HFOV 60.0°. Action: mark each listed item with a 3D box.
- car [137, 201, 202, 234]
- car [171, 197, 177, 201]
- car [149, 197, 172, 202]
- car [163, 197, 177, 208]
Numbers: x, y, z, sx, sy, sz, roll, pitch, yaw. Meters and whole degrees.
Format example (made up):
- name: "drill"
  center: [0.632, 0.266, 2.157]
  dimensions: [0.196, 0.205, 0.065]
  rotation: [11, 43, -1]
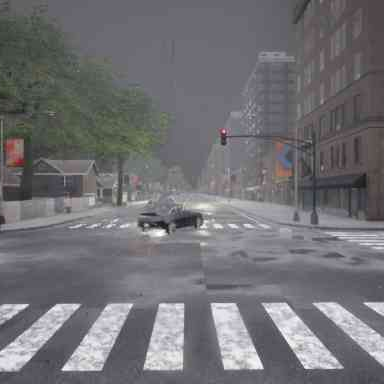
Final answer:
- name: "car"
  center: [-1.133, 1.498, 19.260]
  dimensions: [2.128, 1.511, 4.902]
  rotation: [0, 0, 31]
- name: "car"
  center: [-3.233, 1.368, 39.910]
  dimensions: [2.097, 1.767, 4.553]
  rotation: [0, 0, 0]
- name: "car"
  center: [-3.263, 1.501, 30.175]
  dimensions: [2.128, 1.511, 4.902]
  rotation: [0, 0, 0]
- name: "car"
  center: [-3.200, 1.549, 49.867]
  dimensions: [1.812, 1.442, 4.674]
  rotation: [0, 0, 0]
